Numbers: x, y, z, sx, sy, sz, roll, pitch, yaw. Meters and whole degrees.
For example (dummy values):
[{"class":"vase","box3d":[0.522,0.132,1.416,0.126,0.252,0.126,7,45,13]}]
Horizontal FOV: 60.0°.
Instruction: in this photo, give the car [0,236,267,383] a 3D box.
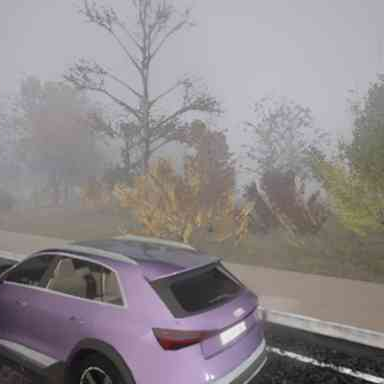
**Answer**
[{"class":"car","box3d":[-1.419,1.444,4.590,4.856,1.649,2.033,0,0,36]}]
